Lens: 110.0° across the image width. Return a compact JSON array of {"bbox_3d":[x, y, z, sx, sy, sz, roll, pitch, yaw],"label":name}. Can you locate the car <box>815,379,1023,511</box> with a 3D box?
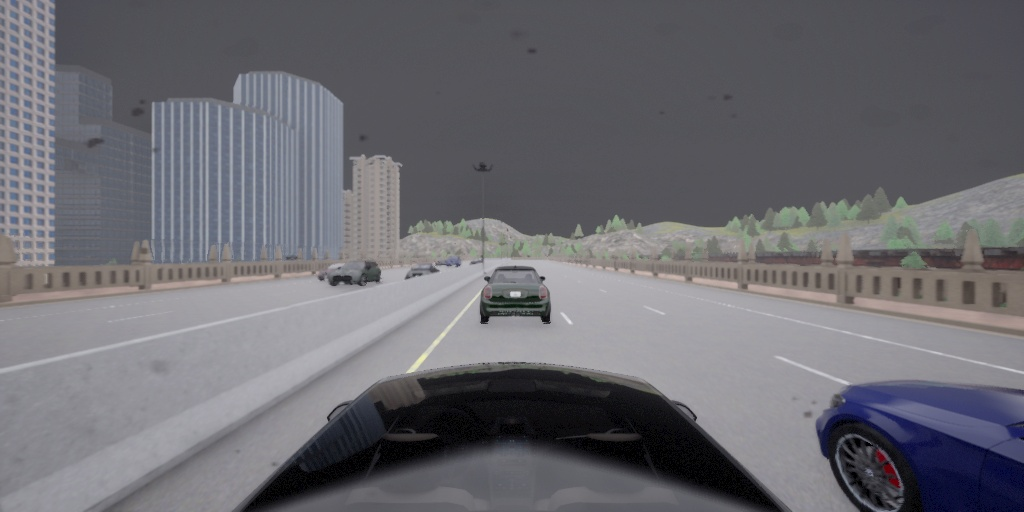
[{"bbox_3d":[3.600,1.276,1.189,1.812,1.442,4.674,0,0,0],"label":"car"}]

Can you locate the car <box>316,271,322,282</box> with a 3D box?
[{"bbox_3d":[-14.099,1.281,29.576,1.812,1.442,4.674,0,0,0],"label":"car"}]

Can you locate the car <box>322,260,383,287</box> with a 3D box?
[{"bbox_3d":[-10.600,1.106,24.578,2.097,1.767,4.553,0,0,0],"label":"car"}]

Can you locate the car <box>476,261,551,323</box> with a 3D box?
[{"bbox_3d":[0.099,1.104,12.296,2.097,1.767,4.553,0,0,0],"label":"car"}]

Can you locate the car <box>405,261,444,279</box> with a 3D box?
[{"bbox_3d":[-7.098,1.320,28.905,1.994,1.385,4.181,0,0,0],"label":"car"}]
